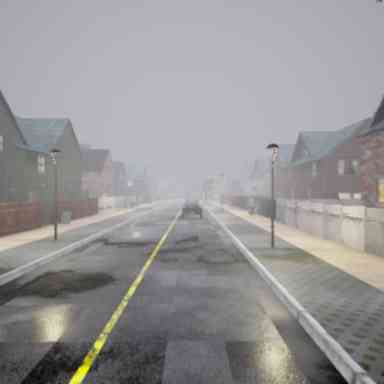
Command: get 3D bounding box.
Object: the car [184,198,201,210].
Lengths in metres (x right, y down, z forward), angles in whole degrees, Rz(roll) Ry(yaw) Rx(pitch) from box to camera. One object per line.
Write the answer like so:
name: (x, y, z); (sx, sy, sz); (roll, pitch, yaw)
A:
car: (0.077, 1.531, 44.205); (2.128, 1.511, 4.902); (0, 0, 0)

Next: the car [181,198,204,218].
car: (0.028, 1.493, 29.723); (2.128, 1.511, 4.902); (0, 0, 0)
